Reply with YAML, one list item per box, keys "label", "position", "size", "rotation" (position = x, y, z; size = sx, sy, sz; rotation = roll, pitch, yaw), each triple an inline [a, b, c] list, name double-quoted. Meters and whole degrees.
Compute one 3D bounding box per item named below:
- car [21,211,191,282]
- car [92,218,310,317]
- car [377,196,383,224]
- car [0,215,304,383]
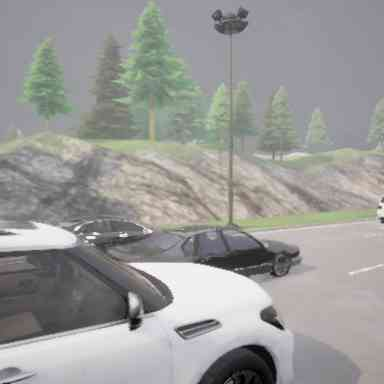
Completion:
- label: "car"
  position: [-2.553, 1.499, 10.539]
  size: [4.892, 1.490, 1.837]
  rotation: [-1, 0, -35]
- label: "car"
  position: [0.467, 1.539, 8.387]
  size: [5.357, 1.411, 2.033]
  rotation: [0, 0, -35]
- label: "car"
  position: [15.059, 1.181, 23.076]
  size: [5.566, 2.045, 2.150]
  rotation: [0, 0, -35]
- label: "car"
  position: [-1.666, 1.224, 2.604]
  size: [5.566, 2.045, 2.150]
  rotation: [-1, 0, -34]
